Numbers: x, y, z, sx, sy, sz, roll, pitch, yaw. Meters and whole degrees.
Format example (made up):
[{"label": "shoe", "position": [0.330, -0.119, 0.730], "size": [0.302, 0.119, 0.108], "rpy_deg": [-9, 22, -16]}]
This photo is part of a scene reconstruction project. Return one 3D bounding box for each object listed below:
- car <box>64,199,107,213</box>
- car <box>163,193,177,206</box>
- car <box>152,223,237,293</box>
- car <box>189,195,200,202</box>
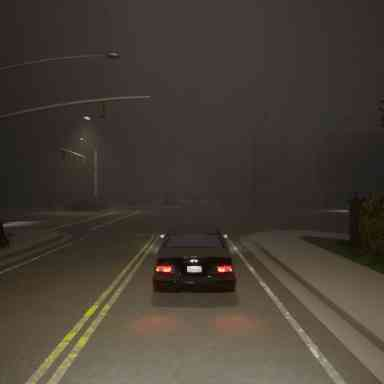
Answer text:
[{"label": "car", "position": [-12.219, 1.590, 38.274], "size": [4.674, 1.442, 1.812], "rpy_deg": [-1, 1, -1]}, {"label": "car", "position": [-3.732, 1.222, 56.595], "size": [2.150, 2.045, 5.566], "rpy_deg": [0, 0, 0]}, {"label": "car", "position": [0.051, 1.547, 8.984], "size": [2.033, 1.411, 5.357], "rpy_deg": [0, 0, 0]}, {"label": "car", "position": [0.535, 1.527, 79.015], "size": [2.033, 1.411, 5.357], "rpy_deg": [0, 0, 12]}]
